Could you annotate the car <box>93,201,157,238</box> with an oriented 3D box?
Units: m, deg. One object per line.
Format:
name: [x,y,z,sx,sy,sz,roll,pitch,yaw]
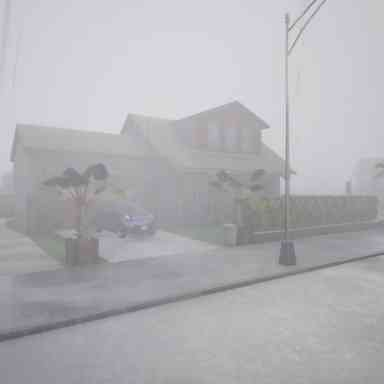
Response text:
car: [-3.094,1.174,15.242,1.845,1.501,3.633,0,0,-38]
